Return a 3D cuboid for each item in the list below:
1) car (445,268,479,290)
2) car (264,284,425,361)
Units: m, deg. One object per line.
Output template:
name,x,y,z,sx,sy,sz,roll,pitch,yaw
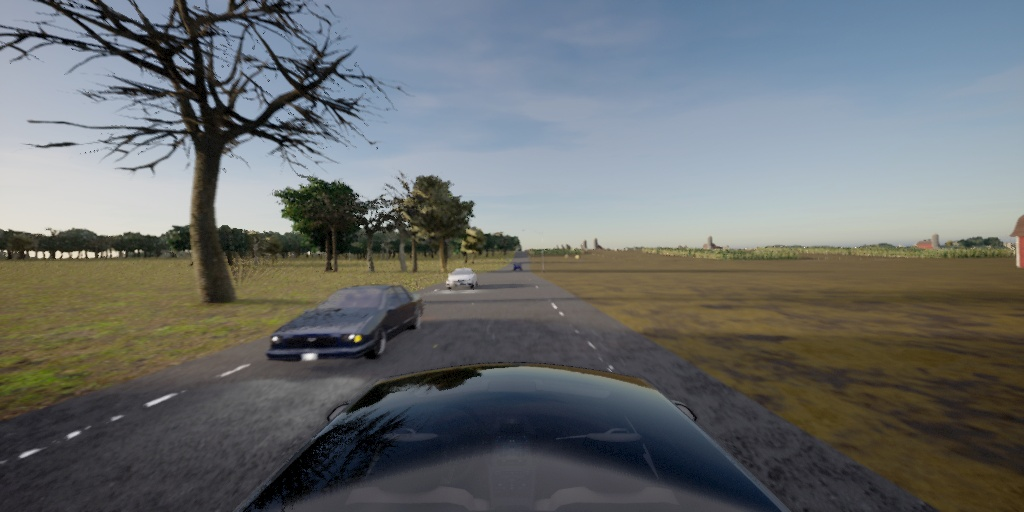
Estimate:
car,-3.557,1.620,26.246,1.812,1.442,4.674,-1,-1,1
car,-3.628,1.441,9.068,2.033,1.411,5.357,-1,0,0
